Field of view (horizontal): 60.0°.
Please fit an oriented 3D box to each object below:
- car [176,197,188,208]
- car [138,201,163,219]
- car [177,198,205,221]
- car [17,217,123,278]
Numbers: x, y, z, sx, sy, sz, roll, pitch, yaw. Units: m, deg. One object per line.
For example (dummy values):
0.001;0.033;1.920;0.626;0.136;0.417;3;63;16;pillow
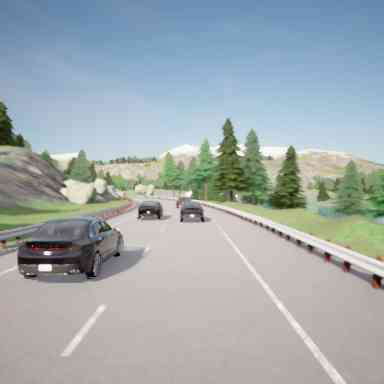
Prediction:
-1.233;1.453;46.015;2.033;1.649;4.856;0;0;-6;car
-3.595;1.491;29.264;1.882;1.535;5.008;0;0;-2;car
-0.039;1.518;27.223;1.837;1.490;4.892;0;0;-1;car
-3.400;1.510;10.122;1.837;1.490;4.892;0;0;0;car
